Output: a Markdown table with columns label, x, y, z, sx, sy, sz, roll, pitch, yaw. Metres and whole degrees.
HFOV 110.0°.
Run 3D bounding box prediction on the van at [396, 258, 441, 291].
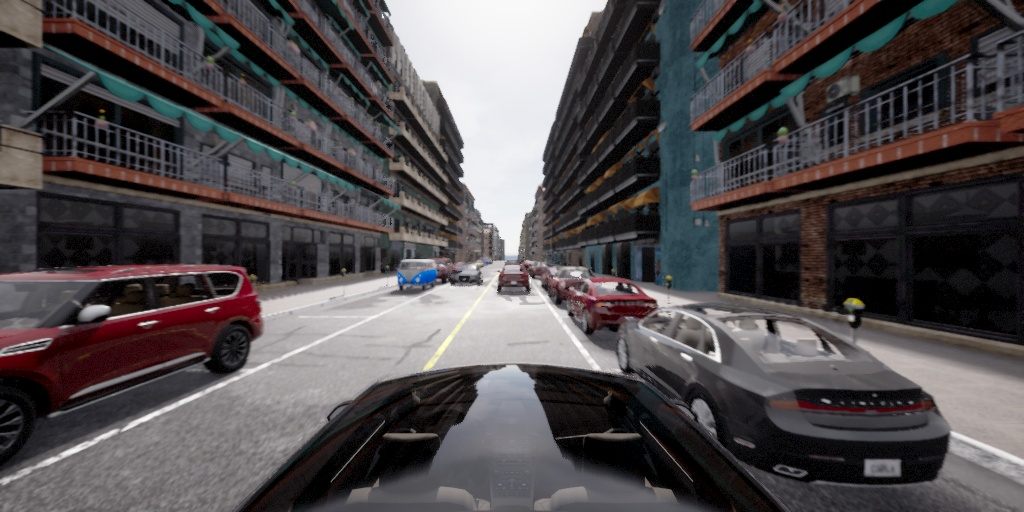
| label | x | y | z | sx | sy | sz | roll | pitch | yaw |
| --- | --- | --- | --- | --- | --- | --- | --- | --- | --- |
| van | -5.696 | 1.094 | 21.790 | 1.690 | 1.789 | 3.998 | 0 | 0 | 0 |

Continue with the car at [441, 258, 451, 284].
| label | x | y | z | sx | sy | sz | roll | pitch | yaw |
| --- | --- | --- | --- | --- | --- | --- | --- | --- | --- |
| car | -5.698 | 1.076 | 27.449 | 2.192 | 1.841 | 5.009 | 0 | 0 | 0 |

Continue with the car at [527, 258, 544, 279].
| label | x | y | z | sx | sy | sz | roll | pitch | yaw |
| --- | --- | --- | --- | --- | --- | --- | --- | --- | --- |
| car | 2.681 | 1.210 | 33.090 | 1.967 | 1.591 | 4.097 | 0 | 0 | 0 |

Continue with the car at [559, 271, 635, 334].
| label | x | y | z | sx | sy | sz | roll | pitch | yaw |
| --- | --- | --- | --- | --- | --- | --- | --- | --- | --- |
| car | 2.688 | 1.294 | 10.448 | 1.888 | 1.381 | 4.507 | 0 | 0 | 0 |

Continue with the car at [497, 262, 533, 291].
| label | x | y | z | sx | sy | sz | roll | pitch | yaw |
| --- | --- | --- | --- | --- | --- | --- | --- | --- | --- |
| car | 0.094 | 1.279 | 21.741 | 1.812 | 1.442 | 4.674 | 0 | 0 | 0 |

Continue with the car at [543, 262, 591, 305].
| label | x | y | z | sx | sy | sz | roll | pitch | yaw |
| --- | --- | --- | --- | --- | --- | --- | --- | --- | --- |
| car | 2.686 | 1.190 | 16.108 | 1.967 | 1.591 | 4.097 | 0 | 0 | 0 |

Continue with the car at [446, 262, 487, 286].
| label | x | y | z | sx | sy | sz | roll | pitch | yaw |
| --- | --- | --- | --- | --- | --- | --- | --- | --- | --- |
| car | -3.084 | 1.322 | 25.203 | 1.994 | 1.385 | 4.181 | 0 | 0 | 0 |

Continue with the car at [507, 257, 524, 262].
| label | x | y | z | sx | sy | sz | roll | pitch | yaw |
| --- | --- | --- | --- | --- | --- | --- | --- | --- | --- |
| car | 0.090 | 1.147 | 44.957 | 2.097 | 1.767 | 4.553 | 0 | 0 | 0 |

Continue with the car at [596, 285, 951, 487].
| label | x | y | z | sx | sy | sz | roll | pitch | yaw |
| --- | --- | --- | --- | --- | --- | --- | --- | --- | --- |
| car | 2.690 | 1.300 | 4.785 | 2.007 | 1.370 | 4.403 | 0 | 0 | 0 |

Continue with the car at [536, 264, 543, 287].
| label | x | y | z | sx | sy | sz | roll | pitch | yaw |
| --- | --- | --- | --- | --- | --- | --- | --- | --- | --- |
| car | 2.685 | 1.335 | 21.771 | 1.802 | 1.307 | 4.207 | 0 | 0 | 0 |

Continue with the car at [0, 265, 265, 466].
| label | x | y | z | sx | sy | sz | roll | pitch | yaw |
| --- | --- | --- | --- | --- | --- | --- | --- | --- | --- |
| car | -5.691 | 1.065 | 4.804 | 2.192 | 1.841 | 5.009 | 0 | 0 | 0 |

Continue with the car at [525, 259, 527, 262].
| label | x | y | z | sx | sy | sz | roll | pitch | yaw |
| --- | --- | --- | --- | --- | --- | --- | --- | --- | --- |
| car | 2.680 | 1.308 | 38.922 | 1.751 | 1.417 | 4.829 | 0 | 0 | 0 |

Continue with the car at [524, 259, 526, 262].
| label | x | y | z | sx | sy | sz | roll | pitch | yaw |
| --- | --- | --- | --- | --- | --- | --- | --- | --- | --- |
| car | 2.676 | 1.351 | 50.077 | 1.888 | 1.381 | 4.507 | 0 | 0 | 0 |

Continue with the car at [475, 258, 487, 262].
| label | x | y | z | sx | sy | sz | roll | pitch | yaw |
| --- | --- | --- | --- | --- | --- | --- | --- | --- | --- |
| car | -5.708 | 1.358 | 61.251 | 1.751 | 1.417 | 4.829 | 0 | 0 | 0 |
